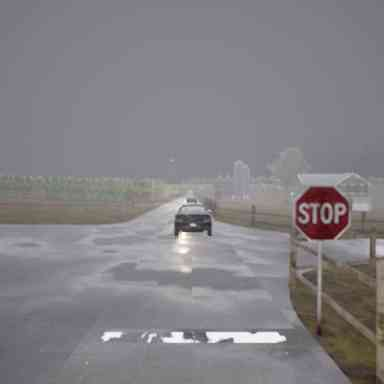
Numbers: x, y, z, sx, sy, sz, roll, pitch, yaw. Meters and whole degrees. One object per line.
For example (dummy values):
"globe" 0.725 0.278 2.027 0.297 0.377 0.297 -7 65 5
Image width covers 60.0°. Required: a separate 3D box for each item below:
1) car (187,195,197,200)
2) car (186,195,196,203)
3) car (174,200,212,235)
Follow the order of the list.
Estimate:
"car" -0.053 1.412 61.116 1.882 1.535 5.008 0 0 0
"car" -0.177 1.446 72.268 2.128 1.511 4.902 0 0 0
"car" 0.054 1.433 18.378 1.882 1.535 5.008 0 0 0
